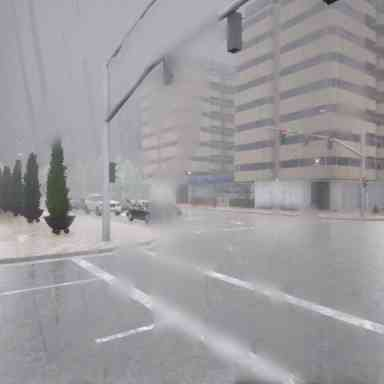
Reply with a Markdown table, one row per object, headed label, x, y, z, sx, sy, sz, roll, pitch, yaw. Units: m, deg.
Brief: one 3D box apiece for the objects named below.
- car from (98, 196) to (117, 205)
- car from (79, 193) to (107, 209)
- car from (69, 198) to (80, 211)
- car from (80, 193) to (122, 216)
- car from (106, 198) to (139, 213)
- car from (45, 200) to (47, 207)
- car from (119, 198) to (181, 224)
| label | x | y | z | sx | sy | sz | roll | pitch | yaw |
| --- | --- | --- | --- | --- | --- | --- | --- | --- | --- |
| car | -15.465 | 1.526 | 60.874 | 1.812 | 1.442 | 4.674 | 0 | 0 | -35 |
| car | -13.759 | 1.221 | 45.914 | 2.150 | 2.045 | 5.566 | 0 | 0 | -34 |
| car | -14.506 | 1.526 | 40.826 | 1.812 | 1.442 | 4.674 | 0 | 0 | -35 |
| car | -8.894 | 1.222 | 32.798 | 2.150 | 2.045 | 5.566 | 0 | 0 | -35 |
| car | -7.859 | 1.505 | 37.431 | 1.837 | 1.490 | 4.892 | 0 | 0 | -35 |
| car | -20.475 | 1.478 | 49.455 | 1.882 | 1.535 | 5.008 | 0 | 0 | -34 |
| car | -3.241 | 1.491 | 24.710 | 2.128 | 1.511 | 4.902 | 0 | 0 | -35 |
